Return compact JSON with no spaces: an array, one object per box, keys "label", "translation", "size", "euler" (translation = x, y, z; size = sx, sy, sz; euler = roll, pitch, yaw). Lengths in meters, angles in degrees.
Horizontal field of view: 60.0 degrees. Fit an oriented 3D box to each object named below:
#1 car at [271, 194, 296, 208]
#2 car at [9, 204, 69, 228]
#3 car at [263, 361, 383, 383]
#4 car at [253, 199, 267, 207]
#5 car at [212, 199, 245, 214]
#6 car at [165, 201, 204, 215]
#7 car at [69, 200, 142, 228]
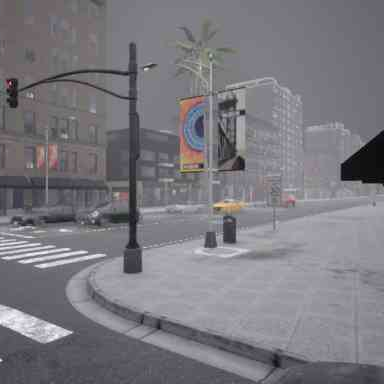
[{"label":"car","translation":[13.930,1.312,50.187],"size":[2.150,2.045,5.566],"euler":[0,0,35]},{"label":"car","translation":[-9.433,1.561,22.847],"size":[2.033,1.411,5.357],"euler":[0,0,35]},{"label":"car","translation":[2.187,1.551,1.288],"size":[4.403,1.369,2.008],"euler":[0,0,35]},{"label":"car","translation":[11.294,1.692,52.089],"size":[1.895,1.301,4.718],"euler":[0,0,35]},{"label":"car","translation":[3.961,1.530,36.209],"size":[1.882,1.535,5.008],"euler":[0,0,36]},{"label":"car","translation":[-0.747,1.642,35.172],"size":[1.895,1.301,4.718],"euler":[0,0,35]},{"label":"car","translation":[-5.579,1.374,22.680],"size":[2.097,1.767,4.553],"euler":[0,0,35]}]
